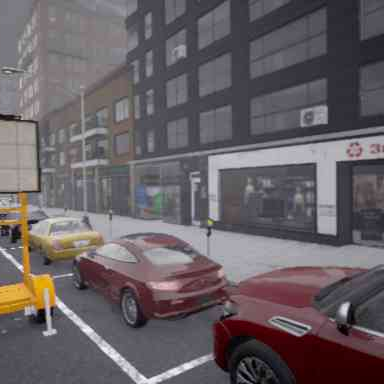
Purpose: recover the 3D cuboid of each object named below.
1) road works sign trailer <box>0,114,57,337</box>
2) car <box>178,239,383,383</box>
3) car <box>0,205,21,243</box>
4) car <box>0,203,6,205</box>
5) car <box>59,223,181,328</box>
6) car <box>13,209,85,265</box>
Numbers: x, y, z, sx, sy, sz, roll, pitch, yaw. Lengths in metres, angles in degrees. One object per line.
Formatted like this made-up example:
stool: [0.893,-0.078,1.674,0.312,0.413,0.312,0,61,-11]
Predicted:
road works sign trailer: [-3.869,0.449,5.617,2.380,3.560,2.880,-2,1,-37]
car: [2.290,1.203,2.222,2.192,1.841,5.009,-3,2,-37]
car: [-7.792,1.467,15.608,1.947,1.339,4.313,-3,2,-37]
car: [-11.156,1.470,20.067,1.947,1.339,4.313,-3,2,-37]
car: [-1.064,1.475,6.689,1.802,1.307,4.206,-3,2,-37]
car: [-4.532,1.422,11.283,1.752,1.417,4.829,-3,2,-37]
